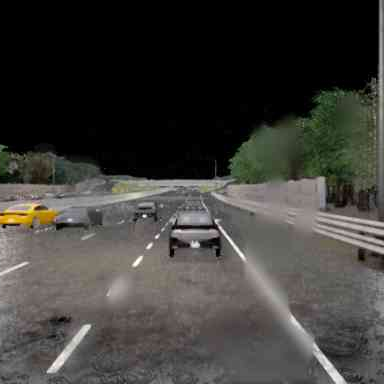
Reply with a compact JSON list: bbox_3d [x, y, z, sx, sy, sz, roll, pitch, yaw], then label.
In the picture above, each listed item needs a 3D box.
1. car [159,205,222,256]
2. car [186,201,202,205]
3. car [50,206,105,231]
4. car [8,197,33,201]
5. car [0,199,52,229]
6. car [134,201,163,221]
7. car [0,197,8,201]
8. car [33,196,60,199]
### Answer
[{"bbox_3d":[0.104,1.482,13.016,2.128,1.511,4.902,0,0,0],"label":"car"},{"bbox_3d":[0.177,1.573,34.347,1.895,1.301,4.718,0,0,0],"label":"car"},{"bbox_3d":[-6.880,1.560,20.834,1.994,1.385,4.181,0,0,0],"label":"car"},{"bbox_3d":[-24.368,1.488,49.063,2.128,1.511,4.902,0,0,1],"label":"car"},{"bbox_3d":[-10.378,1.480,21.548,1.882,1.535,5.008,0,0,0],"label":"car"},{"bbox_3d":[-3.461,1.491,26.693,1.837,1.490,4.892,0,0,0],"label":"car"},{"bbox_3d":[-27.868,1.495,48.805,2.128,1.511,4.902,0,0,1],"label":"car"},{"bbox_3d":[-20.873,1.344,48.895,2.097,1.767,4.553,0,0,1],"label":"car"}]
